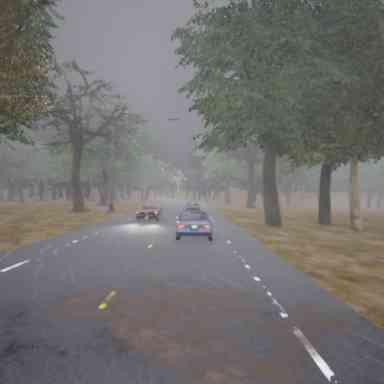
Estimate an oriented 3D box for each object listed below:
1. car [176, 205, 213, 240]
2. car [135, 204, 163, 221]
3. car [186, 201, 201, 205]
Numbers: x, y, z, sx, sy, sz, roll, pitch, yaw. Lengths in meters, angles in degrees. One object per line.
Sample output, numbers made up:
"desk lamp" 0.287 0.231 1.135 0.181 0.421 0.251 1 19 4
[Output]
"car" 0.106 1.638 17.725 2.033 1.411 5.357 0 0 0
"car" -3.508 1.661 27.892 1.895 1.301 4.718 0 1 0
"car" 0.111 1.788 42.397 2.033 1.411 5.357 1 0 0
